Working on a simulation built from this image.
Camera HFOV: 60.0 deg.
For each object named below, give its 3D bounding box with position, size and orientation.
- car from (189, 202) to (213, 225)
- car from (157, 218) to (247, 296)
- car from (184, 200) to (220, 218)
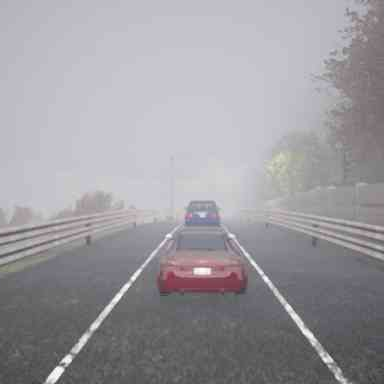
[{"bbox_3d":[0.912,2.037,32.500,2.150,2.045,5.566,0,-3,2],"label":"car"},{"bbox_3d":[0.226,1.605,8.784,1.994,1.385,4.181,0,-1,0],"label":"car"},{"bbox_3d":[0.658,1.554,21.637,2.150,2.045,5.566,0,-2,1],"label":"car"}]
